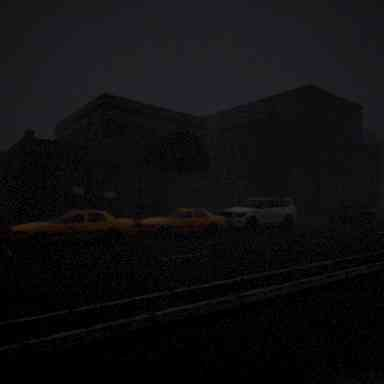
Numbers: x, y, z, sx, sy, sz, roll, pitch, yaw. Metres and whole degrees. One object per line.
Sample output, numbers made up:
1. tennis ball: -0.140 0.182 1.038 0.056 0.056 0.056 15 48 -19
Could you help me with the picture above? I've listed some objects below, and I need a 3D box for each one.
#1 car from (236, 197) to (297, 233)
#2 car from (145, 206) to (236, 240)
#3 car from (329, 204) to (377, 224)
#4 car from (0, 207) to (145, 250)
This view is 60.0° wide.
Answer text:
1. car: 4.246 1.339 20.866 5.566 2.045 2.435 1 0 -35
2. car: -0.492 1.515 17.500 5.366 1.575 1.946 1 0 -35
3. car: 13.240 1.756 27.271 4.792 1.488 2.163 1 0 -35
4. car: -4.993 1.446 14.297 5.366 1.575 1.946 1 0 -35
